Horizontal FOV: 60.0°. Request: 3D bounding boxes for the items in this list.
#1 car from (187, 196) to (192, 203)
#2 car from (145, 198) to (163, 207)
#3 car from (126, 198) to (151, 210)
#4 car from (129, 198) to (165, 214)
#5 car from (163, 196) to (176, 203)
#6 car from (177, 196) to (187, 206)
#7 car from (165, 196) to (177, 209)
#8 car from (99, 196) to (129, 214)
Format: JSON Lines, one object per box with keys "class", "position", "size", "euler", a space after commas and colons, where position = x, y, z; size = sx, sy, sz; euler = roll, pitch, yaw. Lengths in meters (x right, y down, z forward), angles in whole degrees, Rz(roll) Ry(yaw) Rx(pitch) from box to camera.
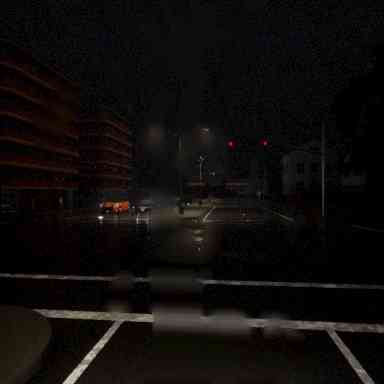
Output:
{"class": "car", "position": [-1.131, 1.505, 67.165], "size": [1.837, 1.490, 4.892], "euler": [0, 0, 6]}
{"class": "car", "position": [-6.092, 1.601, 53.937], "size": [1.895, 1.301, 4.718], "euler": [0, 0, 6]}
{"class": "car", "position": [-7.093, 1.545, 44.407], "size": [2.033, 1.411, 5.357], "euler": [0, 0, 6]}
{"class": "car", "position": [-4.569, 1.491, 34.916], "size": [2.128, 1.511, 4.902], "euler": [0, 0, 6]}
{"class": "car", "position": [-4.513, 1.564, 68.371], "size": [1.994, 1.385, 4.181], "euler": [0, 0, 6]}
{"class": "car", "position": [-2.652, 1.491, 53.171], "size": [2.128, 1.511, 4.902], "euler": [0, 0, 6]}
{"class": "car", "position": [-3.607, 1.601, 44.126], "size": [1.895, 1.301, 4.718], "euler": [0, 0, 6]}
{"class": "car", "position": [-8.083, 1.352, 34.990], "size": [2.097, 1.767, 4.553], "euler": [0, 0, 6]}
